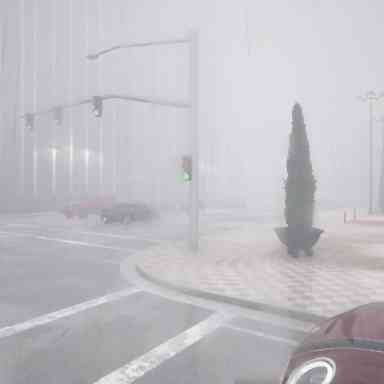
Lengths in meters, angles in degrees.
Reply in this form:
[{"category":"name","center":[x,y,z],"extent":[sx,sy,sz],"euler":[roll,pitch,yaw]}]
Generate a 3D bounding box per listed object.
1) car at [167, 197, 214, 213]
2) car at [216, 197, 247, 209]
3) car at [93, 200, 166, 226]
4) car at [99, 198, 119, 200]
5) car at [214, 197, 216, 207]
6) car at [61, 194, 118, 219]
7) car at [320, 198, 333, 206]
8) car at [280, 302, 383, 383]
[{"category":"car","center":[-0.092,1.491,36.405],"extent":[2.128,1.511,4.902],"euler":[0,0,35]},{"category":"car","center":[5.721,1.491,44.722],"extent":[2.128,1.511,4.902],"euler":[0,0,35]},{"category":"car","center":[-4.335,1.505,23.844],"extent":[1.837,1.490,4.892],"euler":[0,0,35]},{"category":"car","center":[-5.303,1.491,28.933],"extent":[2.128,1.511,4.902],"euler":[0,0,35]},{"category":"car","center":[2.638,1.478,46.422],"extent":[1.882,1.535,5.008],"euler":[0,0,35]},{"category":"car","center":[-8.898,1.221,29.884],"extent":[2.150,2.045,5.566],"euler":[0,0,35]},{"category":"car","center":[22.627,1.601,56.418],"extent":[1.895,1.301,4.718],"euler":[0,0,34]},{"category":"car","center":[2.830,1.352,1.952],"extent":[4.553,1.767,2.097],"euler":[0,0,36]}]
